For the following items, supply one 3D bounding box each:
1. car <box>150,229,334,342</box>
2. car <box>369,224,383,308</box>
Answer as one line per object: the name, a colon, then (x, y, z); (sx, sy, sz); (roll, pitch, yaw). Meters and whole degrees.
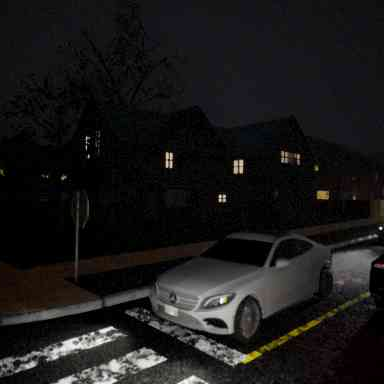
car: (1.305, 1.541, 6.746); (1.812, 1.442, 4.674); (-1, 0, 44)
car: (5.306, 1.481, 6.787); (4.902, 1.511, 2.128); (0, 0, -42)
